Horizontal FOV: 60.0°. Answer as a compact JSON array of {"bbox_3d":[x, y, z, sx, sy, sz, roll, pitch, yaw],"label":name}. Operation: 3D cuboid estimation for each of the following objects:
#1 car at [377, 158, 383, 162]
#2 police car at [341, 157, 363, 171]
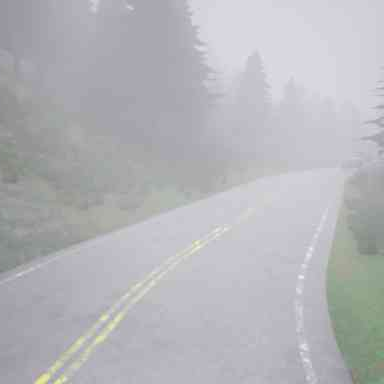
[{"bbox_3d":[25.559,-4.286,43.059,4.674,1.442,1.812,-8,7,-33],"label":"car"},{"bbox_3d":[18.409,-3.295,37.139,1.930,1.638,5.238,3,9,44],"label":"police car"}]
